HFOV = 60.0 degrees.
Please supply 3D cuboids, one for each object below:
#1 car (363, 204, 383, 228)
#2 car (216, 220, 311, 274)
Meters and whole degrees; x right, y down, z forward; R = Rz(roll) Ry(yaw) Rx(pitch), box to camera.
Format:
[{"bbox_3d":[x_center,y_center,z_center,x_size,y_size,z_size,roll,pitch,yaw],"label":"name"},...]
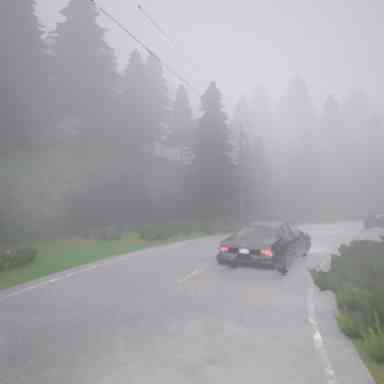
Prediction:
[{"bbox_3d":[13.202,1.553,21.547,4.553,1.767,2.097,0,-1,-33],"label":"car"},{"bbox_3d":[2.610,1.652,11.105,2.033,1.411,5.357,0,-1,29],"label":"car"}]
